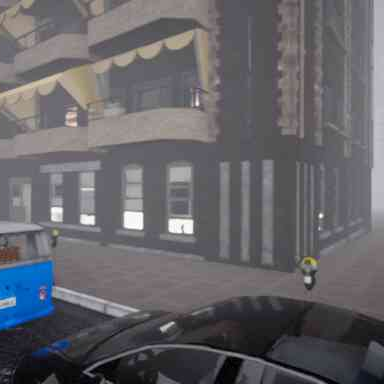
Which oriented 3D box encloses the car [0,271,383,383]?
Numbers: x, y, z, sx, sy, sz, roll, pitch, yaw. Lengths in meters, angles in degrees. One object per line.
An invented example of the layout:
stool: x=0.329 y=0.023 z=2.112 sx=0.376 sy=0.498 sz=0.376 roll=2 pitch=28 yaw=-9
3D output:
car: x=0.361 y=1.569 z=2.614 sx=4.313 sy=1.339 sz=1.947 roll=0 pitch=0 yaw=36

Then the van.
van: x=-4.146 y=1.356 z=5.828 sx=3.998 sy=1.788 sz=1.690 roll=0 pitch=0 yaw=36
